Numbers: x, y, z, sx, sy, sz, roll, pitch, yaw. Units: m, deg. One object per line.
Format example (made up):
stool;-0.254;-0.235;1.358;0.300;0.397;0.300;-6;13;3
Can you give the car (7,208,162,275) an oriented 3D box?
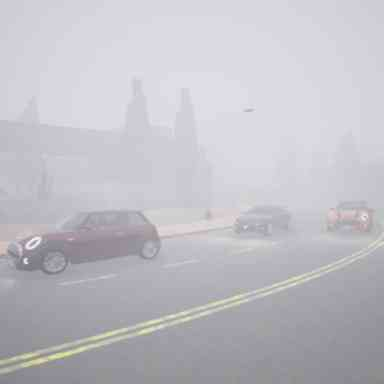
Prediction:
car;-3.271;1.341;10.617;4.553;1.767;2.097;0;0;-40

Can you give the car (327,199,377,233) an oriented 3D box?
car;9.224;1.274;19.192;2.097;1.767;4.553;0;0;31

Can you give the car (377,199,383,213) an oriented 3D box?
car;18.208;1.460;33.810;1.895;1.301;4.718;0;0;11

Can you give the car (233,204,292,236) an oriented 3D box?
car;3.993;1.451;18.191;1.837;1.490;4.892;0;0;35
